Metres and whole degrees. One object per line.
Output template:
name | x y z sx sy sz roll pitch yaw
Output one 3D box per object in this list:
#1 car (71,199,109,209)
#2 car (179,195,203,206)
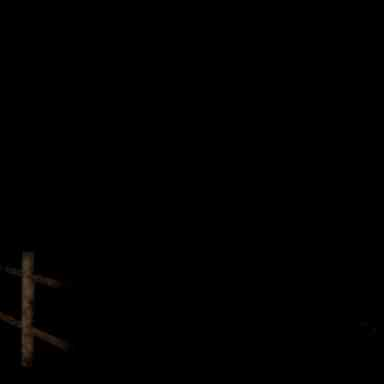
car | -12.973 1.528 42.468 1.895 1.301 4.718 1 -1 36
car | -0.201 1.503 59.877 2.150 2.045 5.566 1 -1 36
